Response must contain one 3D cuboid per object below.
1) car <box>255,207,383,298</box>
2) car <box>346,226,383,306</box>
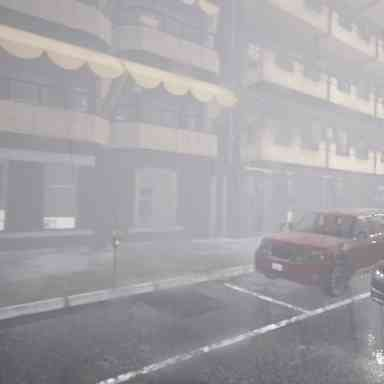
[{"bbox_3d":[3.960,1.374,8.910,5.009,1.841,2.192,1,1,-36],"label":"car"},{"bbox_3d":[5.648,1.552,6.994,4.902,1.511,2.128,0,0,-36],"label":"car"}]
